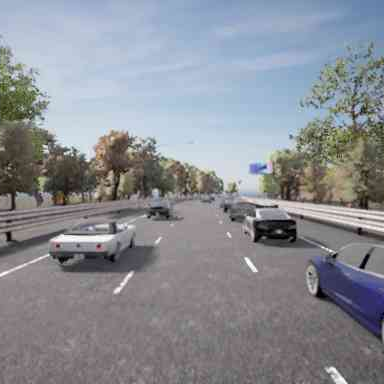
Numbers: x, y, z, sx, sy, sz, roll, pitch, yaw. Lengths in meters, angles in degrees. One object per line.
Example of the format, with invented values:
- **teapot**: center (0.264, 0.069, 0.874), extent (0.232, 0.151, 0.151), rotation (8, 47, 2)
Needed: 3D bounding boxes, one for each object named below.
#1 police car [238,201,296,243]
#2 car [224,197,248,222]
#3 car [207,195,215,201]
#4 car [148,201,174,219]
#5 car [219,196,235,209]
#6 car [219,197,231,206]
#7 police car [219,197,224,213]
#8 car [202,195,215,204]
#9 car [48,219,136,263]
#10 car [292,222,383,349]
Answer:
- **police car**: center (3.695, 1.456, 16.542), extent (1.930, 1.638, 5.238), rotation (0, 0, 1)
- **car**: center (4.012, 1.484, 27.306), extent (2.033, 1.649, 4.856), rotation (0, 0, 2)
- **car**: center (5.045, 1.596, 88.207), extent (1.837, 1.490, 4.892), rotation (0, 0, 7)
- **car**: center (-2.775, 1.560, 29.822), extent (1.837, 1.490, 4.892), rotation (0, 0, 2)
- **car**: center (5.107, 1.466, 49.002), extent (2.097, 1.767, 4.553), rotation (0, 0, 4)
- **car**: center (5.885, 1.639, 59.882), extent (2.128, 1.511, 4.902), rotation (0, 0, 4)
- **police car**: center (4.490, 1.508, 38.283), extent (1.930, 1.638, 5.238), rotation (0, 0, 3)
- **car**: center (3.030, 1.669, 68.374), extent (2.033, 1.411, 5.357), rotation (0, 0, 5)
- **car**: center (-3.286, 1.619, 12.016), extent (1.895, 1.301, 4.718), rotation (0, 0, 1)
- **car**: center (3.524, 1.516, 5.586), extent (2.163, 1.488, 4.792), rotation (0, 0, 0)
